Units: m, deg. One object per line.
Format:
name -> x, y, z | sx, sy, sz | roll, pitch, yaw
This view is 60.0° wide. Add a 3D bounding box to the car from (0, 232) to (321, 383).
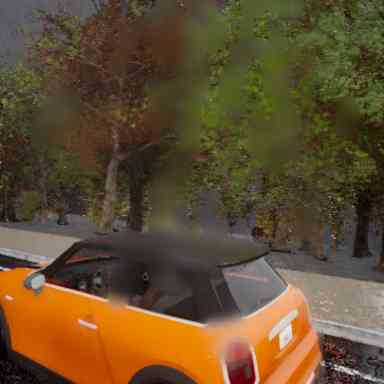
car -> -0.865, 1.319, 4.302 | 4.553, 1.767, 2.097 | 1, 1, 35
